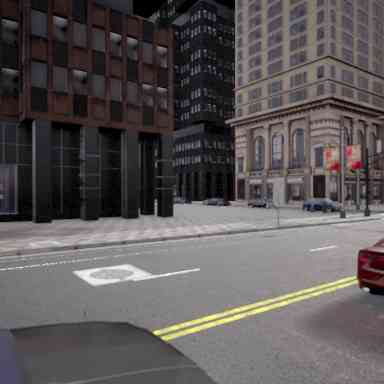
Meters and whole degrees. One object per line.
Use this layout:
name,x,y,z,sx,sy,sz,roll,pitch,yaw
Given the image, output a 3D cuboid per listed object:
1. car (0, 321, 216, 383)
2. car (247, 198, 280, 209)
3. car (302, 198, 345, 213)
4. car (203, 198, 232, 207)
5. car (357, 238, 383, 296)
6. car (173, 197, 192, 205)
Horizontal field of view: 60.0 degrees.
car,-2.301,1.546,1.802,5.357,1.411,2.033,0,0,-35
car,9.694,1.579,45.390,2.128,1.511,4.902,0,0,-35
car,14.972,1.430,37.925,2.097,1.767,4.553,0,0,-35
car,4.001,1.647,53.454,2.033,1.411,5.357,0,0,-35
car,5.713,1.491,7.520,5.008,1.535,1.882,0,0,-36
car,-2.112,1.662,62.161,2.033,1.411,5.357,0,0,-35
